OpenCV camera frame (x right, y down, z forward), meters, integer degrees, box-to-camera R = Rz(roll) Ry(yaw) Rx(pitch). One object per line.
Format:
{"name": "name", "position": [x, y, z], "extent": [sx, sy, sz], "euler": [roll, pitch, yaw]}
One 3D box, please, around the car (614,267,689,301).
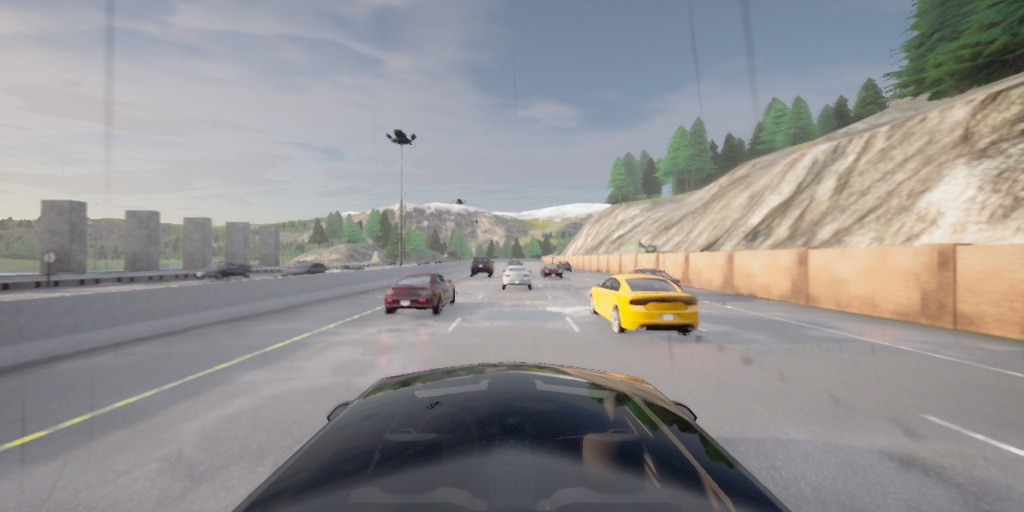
{"name": "car", "position": [7.250, 1.393, 19.386], "extent": [2.033, 1.411, 5.357], "euler": [0, 0, 1]}

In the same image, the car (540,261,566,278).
{"name": "car", "position": [3.892, 1.495, 35.962], "extent": [1.895, 1.301, 4.718], "euler": [0, 0, 0]}

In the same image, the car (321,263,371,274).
{"name": "car", "position": [-13.818, 1.402, 30.424], "extent": [1.895, 1.301, 4.718], "euler": [0, 0, 0]}

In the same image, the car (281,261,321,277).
{"name": "car", "position": [-17.306, 1.288, 30.367], "extent": [1.837, 1.490, 4.892], "euler": [0, 1, 1]}

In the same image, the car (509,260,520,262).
{"name": "car", "position": [0.298, 1.267, 45.698], "extent": [2.097, 1.767, 4.553], "euler": [0, 0, -1]}

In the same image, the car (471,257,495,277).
{"name": "car", "position": [-3.094, 1.095, 37.938], "extent": [2.150, 2.045, 5.566], "euler": [0, 0, 0]}

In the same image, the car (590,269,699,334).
{"name": "car", "position": [3.668, 1.277, 10.835], "extent": [1.882, 1.535, 5.008], "euler": [0, 0, 1]}

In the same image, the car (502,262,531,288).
{"name": "car", "position": [0.319, 1.361, 24.283], "extent": [1.812, 1.442, 4.674], "euler": [0, 0, 1]}

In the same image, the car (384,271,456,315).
{"name": "car", "position": [-3.325, 1.306, 13.572], "extent": [1.812, 1.442, 4.674], "euler": [0, 0, 1]}

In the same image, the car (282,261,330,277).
{"name": "car", "position": [-20.804, 1.287, 36.509], "extent": [2.128, 1.511, 4.902], "euler": [0, 0, 0]}

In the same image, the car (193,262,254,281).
{"name": "car", "position": [-24.315, 1.248, 30.400], "extent": [2.128, 1.511, 4.902], "euler": [0, 0, 1]}

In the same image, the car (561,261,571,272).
{"name": "car", "position": [7.243, 1.456, 51.112], "extent": [2.128, 1.511, 4.902], "euler": [0, 0, -1]}
